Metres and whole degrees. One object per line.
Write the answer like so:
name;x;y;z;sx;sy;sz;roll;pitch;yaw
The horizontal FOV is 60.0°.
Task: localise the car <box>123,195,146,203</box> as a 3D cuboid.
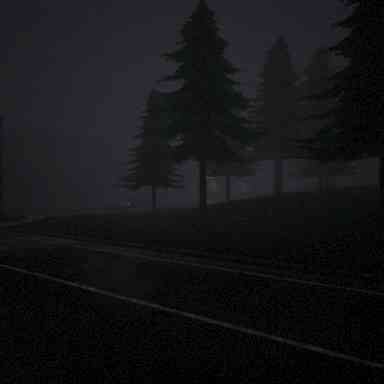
car;-11.251;1.421;64.868;1.882;1.535;5.008;0;0;36
